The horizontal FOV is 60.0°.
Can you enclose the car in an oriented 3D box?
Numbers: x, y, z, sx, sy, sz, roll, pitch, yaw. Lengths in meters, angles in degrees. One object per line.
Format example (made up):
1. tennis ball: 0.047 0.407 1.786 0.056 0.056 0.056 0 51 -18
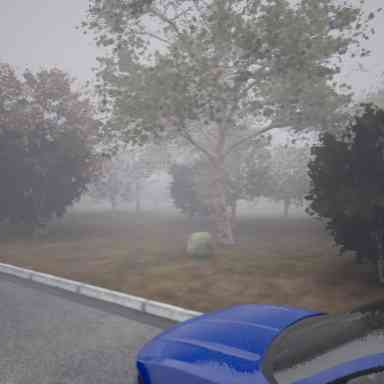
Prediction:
1. car: 1.774 1.477 2.112 5.008 1.535 1.882 0 0 36
